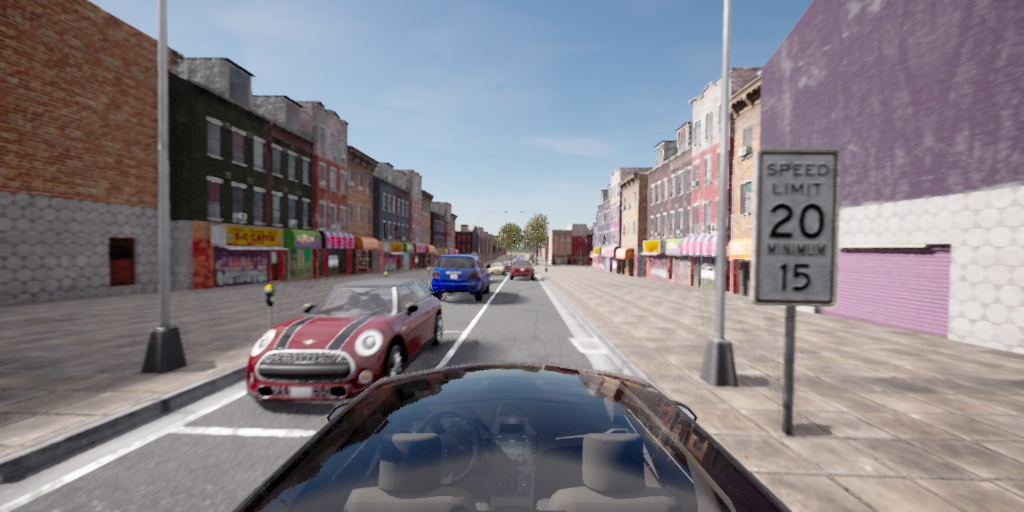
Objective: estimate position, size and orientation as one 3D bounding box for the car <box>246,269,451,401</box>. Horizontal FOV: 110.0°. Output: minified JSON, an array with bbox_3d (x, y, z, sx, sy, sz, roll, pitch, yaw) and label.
[{"bbox_3d":[-2.540,1.155,6.418,1.967,1.591,4.097,0,0,2],"label":"car"}]

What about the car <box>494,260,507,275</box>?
[{"bbox_3d":[-1.555,1.327,38.915,1.751,1.417,4.829,0,0,2],"label":"car"}]

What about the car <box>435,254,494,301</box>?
[{"bbox_3d":[-2.303,0.950,17.428,2.150,2.045,5.566,1,0,2],"label":"car"}]

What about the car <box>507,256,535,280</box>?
[{"bbox_3d":[0.938,1.159,32.013,2.097,1.767,4.553,1,0,2],"label":"car"}]
